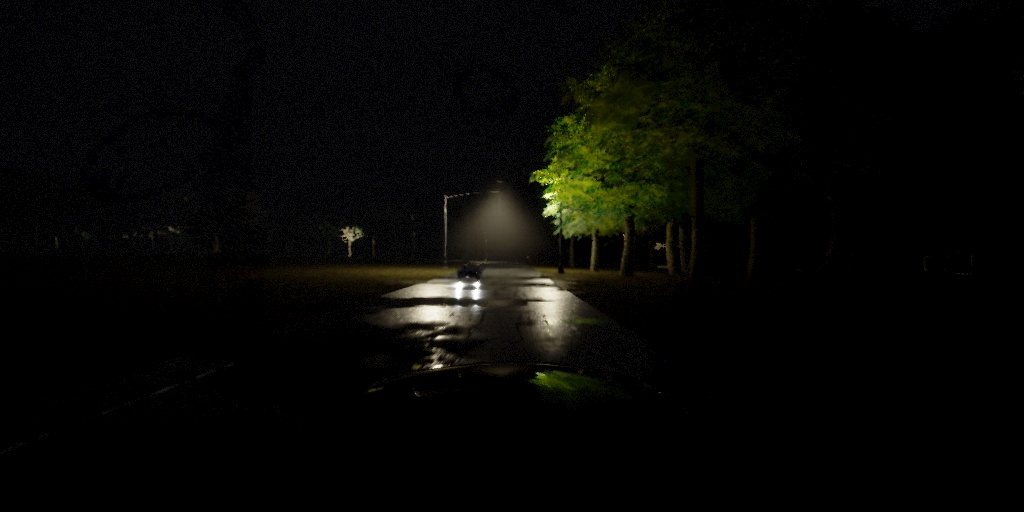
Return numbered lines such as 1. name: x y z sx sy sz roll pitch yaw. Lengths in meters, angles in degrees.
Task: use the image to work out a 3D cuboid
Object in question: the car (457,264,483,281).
1. car: -3.597 1.385 31.240 1.895 1.301 4.718 0 0 0
